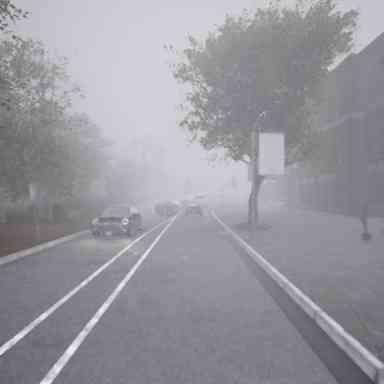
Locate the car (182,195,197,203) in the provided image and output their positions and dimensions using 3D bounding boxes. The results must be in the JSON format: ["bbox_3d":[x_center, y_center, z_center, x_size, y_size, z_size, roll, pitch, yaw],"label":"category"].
[{"bbox_3d":[-0.413,1.392,67.819,2.002,1.452,4.674,-1,2,12],"label":"car"}]

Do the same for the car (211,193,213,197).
[{"bbox_3d":[4.111,0.652,85.496,2.097,1.535,5.008,0,2,18],"label":"car"}]

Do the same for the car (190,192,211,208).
[{"bbox_3d":[1.495,1.487,55.963,2.150,2.045,5.566,0,2,6],"label":"car"}]

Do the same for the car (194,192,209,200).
[{"bbox_3d":[2.296,0.895,79.439,2.231,1.521,4.892,0,2,16],"label":"car"}]

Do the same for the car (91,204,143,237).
[{"bbox_3d":[-4.192,1.541,19.187,2.097,1.767,4.553,0,-1,2],"label":"car"}]

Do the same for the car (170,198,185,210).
[{"bbox_3d":[-2.644,1.986,51.314,2.002,1.452,4.674,-2,2,4],"label":"car"}]

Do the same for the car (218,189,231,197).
[{"bbox_3d":[8.016,0.623,85.942,1.812,1.442,4.674,0,2,20],"label":"car"}]

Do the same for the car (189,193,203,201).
[{"bbox_3d":[0.908,1.125,73.906,2.097,1.535,5.008,-1,3,14],"label":"car"}]

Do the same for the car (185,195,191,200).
[{"bbox_3d":[-2.137,1.711,57.431,2.097,1.535,5.008,1,3,9],"label":"car"}]

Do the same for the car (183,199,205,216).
[{"bbox_3d":[0.234,1.893,37.442,1.812,1.442,4.674,0,-1,1],"label":"car"}]
